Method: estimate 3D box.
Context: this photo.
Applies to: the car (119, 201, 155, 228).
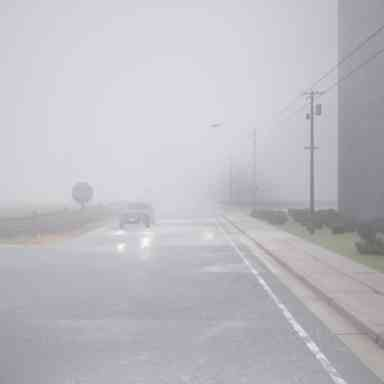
[{"bbox_3d":[-3.510,1.393,21.884,1.837,1.490,4.892,0,0,0],"label":"car"}]
